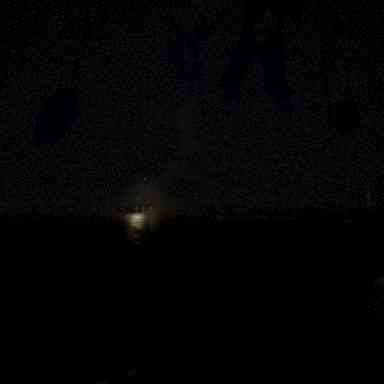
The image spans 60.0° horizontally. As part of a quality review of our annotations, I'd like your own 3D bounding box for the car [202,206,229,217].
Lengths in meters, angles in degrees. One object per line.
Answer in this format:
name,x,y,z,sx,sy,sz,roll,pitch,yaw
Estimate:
car,3.403,2.821,48.740,1.837,1.490,4.892,1,-3,-35
